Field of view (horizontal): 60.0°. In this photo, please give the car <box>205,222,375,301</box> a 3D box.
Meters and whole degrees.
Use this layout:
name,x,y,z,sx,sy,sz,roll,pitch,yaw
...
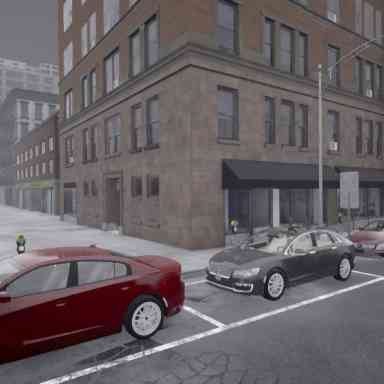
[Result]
name,x,y,z,sx,sy,sz,roll,pitch,yaw
car,2.319,1.550,8.208,4.403,1.369,2.008,0,-1,-36

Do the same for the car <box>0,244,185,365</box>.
name,x,y,z,sx,sy,sz,roll,pitch,yaw
car,-2.221,1.544,4.958,4.507,1.381,1.887,0,-1,-36

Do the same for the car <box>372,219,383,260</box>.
name,x,y,z,sx,sy,sz,roll,pitch,yaw
car,6.859,1.581,11.458,4.206,1.307,1.802,0,-1,-36
